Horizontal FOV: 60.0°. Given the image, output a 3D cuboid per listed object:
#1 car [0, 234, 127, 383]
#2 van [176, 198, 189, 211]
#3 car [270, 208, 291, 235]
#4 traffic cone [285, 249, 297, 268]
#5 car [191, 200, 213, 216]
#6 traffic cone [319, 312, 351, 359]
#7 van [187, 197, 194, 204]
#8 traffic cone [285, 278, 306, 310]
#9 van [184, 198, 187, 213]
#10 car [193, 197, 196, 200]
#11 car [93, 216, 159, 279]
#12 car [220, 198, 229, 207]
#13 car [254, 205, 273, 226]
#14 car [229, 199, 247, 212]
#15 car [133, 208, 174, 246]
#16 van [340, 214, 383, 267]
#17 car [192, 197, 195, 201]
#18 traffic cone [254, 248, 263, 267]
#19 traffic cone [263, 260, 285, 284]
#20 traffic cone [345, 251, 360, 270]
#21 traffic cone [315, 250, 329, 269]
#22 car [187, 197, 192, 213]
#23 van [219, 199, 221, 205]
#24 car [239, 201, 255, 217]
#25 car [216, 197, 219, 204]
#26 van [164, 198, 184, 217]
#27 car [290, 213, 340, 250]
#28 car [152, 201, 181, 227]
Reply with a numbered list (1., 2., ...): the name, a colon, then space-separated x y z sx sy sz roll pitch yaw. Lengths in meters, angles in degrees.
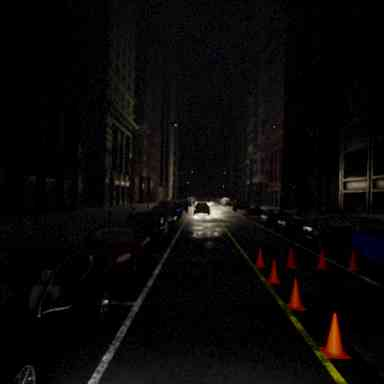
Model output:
1. car: -2.398 1.547 4.575 1.947 1.339 4.313 1 -1 1
2. van: -1.337 1.822 49.654 1.690 1.788 3.998 1 -1 1
3. car: 6.517 1.975 21.293 1.802 1.307 4.206 1 -1 1
4. traffic cone: 3.226 2.152 10.841 0.340 0.580 0.340 2 -1 1
5. car: 1.158 1.953 38.354 1.812 1.442 4.674 2 -1 1
6. traffic cone: 2.087 2.061 4.867 0.340 0.580 0.340 2 -1 1
7. van: -0.414 2.292 89.098 1.690 1.788 3.998 1 -1 1
8. traffic cone: 2.133 2.082 6.866 0.340 0.580 0.340 2 -1 1
9. van: -1.733 1.630 32.751 1.690 1.788 3.998 1 -1 1
10. car: -0.683 2.381 77.826 1.947 1.339 4.313 1 -1 1
11. car: -2.267 1.623 10.210 1.802 1.307 4.206 1 -1 1
12. car: 7.710 2.504 72.173 1.752 1.417 4.829 1 -1 1
13. car: 6.650 2.006 26.928 2.008 1.369 4.403 1 -1 1
14. car: 7.183 2.025 49.467 2.192 1.841 5.009 1 -1 1
15. car: -2.134 1.668 15.845 1.947 1.339 4.313 1 -1 1
16. van: 6.259 1.612 10.027 1.690 1.788 3.998 1 -1 1
17. car: -0.946 2.224 66.557 1.887 1.381 4.507 1 -1 1
18. traffic cone: 2.227 2.125 10.865 0.340 0.580 0.340 2 -1 1
19. traffic cone: 2.180 2.104 8.866 0.340 0.580 0.340 2 -1 1
20. traffic cone: 5.225 2.206 10.794 0.340 0.580 0.340 2 -1 1
21. traffic cone: 4.226 2.179 10.817 0.340 0.580 0.340 2 -1 1
22. car: -1.468 1.732 44.020 2.192 1.841 5.009 1 -1 1
23. van: 7.842 2.385 77.639 1.690 1.788 3.998 1 -1 1
24. car: 6.914 2.126 38.196 1.887 1.381 4.507 1 -1 1
25. car: 8.103 2.621 88.907 1.967 1.590 4.097 1 -1 1
26. van: -1.865 1.567 27.117 1.690 1.788 3.998 1 -1 1
27. car: 6.386 1.882 15.659 2.008 1.369 4.403 1 -1 1
28. car: -1.999 1.604 21.481 1.967 1.590 4.097 1 -1 1
